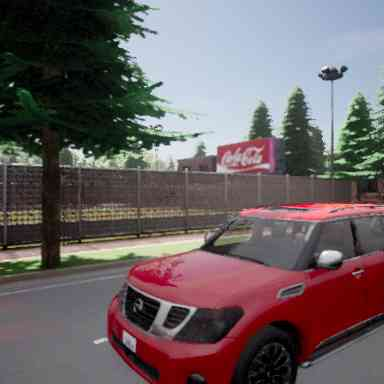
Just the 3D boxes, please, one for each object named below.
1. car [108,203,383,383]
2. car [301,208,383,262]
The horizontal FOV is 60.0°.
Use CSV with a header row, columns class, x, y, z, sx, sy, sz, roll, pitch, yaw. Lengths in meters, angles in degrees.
class,x,y,z,sx,sy,sz,roll,pitch,yaw
car,1.590,1.227,5.122,5.566,2.045,2.150,0,0,-35
car,6.716,1.504,13.025,4.902,1.511,2.128,0,0,-35
